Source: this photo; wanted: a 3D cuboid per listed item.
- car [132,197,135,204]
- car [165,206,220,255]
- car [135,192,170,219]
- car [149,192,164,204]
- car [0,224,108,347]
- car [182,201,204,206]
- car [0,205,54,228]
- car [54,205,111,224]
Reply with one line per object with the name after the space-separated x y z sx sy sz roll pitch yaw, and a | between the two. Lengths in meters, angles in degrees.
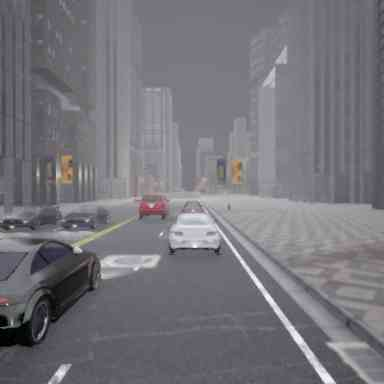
-9.796 1.234 62.079 2.097 1.767 4.553 0 0 0 | car
0.096 1.520 13.249 1.812 1.442 4.674 0 0 0 | car
-3.156 1.193 28.534 2.150 2.045 5.566 0 0 0 | car
-6.540 1.107 61.958 2.150 2.045 5.566 0 0 1 | car
-3.159 1.563 6.312 1.994 1.385 4.181 0 0 0 | car
0.093 1.533 29.988 1.994 1.385 4.181 0 0 0 | car
-9.856 1.532 20.874 2.033 1.411 5.357 0 0 0 | car
-6.603 1.532 21.382 2.033 1.411 5.357 0 0 0 | car
